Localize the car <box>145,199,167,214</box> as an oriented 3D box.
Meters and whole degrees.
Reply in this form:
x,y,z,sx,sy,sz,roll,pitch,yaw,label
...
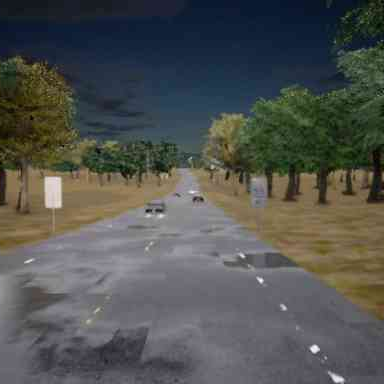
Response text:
x,y,z,sx,sy,sz,roll,pitch,yaw,label
-3.599,1.419,33.964,2.033,1.411,5.357,0,0,0,car

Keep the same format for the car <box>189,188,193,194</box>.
x,y,z,sx,sy,sz,roll,pitch,yaw,label
-0.006,0.023,92.246,1.895,1.301,4.718,0,2,0,car

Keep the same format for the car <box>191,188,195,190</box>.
x,y,z,sx,sy,sz,roll,pitch,yaw,label
1.045,0.588,73.047,1.801,1.575,5.366,0,2,0,car

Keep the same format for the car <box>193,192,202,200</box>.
x,y,z,sx,sy,sz,roll,pitch,yaw,label
1.045,0.825,66.862,1.812,1.442,4.674,0,1,0,car

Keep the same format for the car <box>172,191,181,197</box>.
x,y,z,sx,sy,sz,roll,pitch,yaw,label
-3.506,0.458,75.240,2.033,1.411,5.357,0,2,0,car

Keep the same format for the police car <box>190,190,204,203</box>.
x,y,z,sx,sy,sz,roll,pitch,yaw,label
1.046,0.957,56.973,1.930,1.638,5.238,0,1,0,police car
